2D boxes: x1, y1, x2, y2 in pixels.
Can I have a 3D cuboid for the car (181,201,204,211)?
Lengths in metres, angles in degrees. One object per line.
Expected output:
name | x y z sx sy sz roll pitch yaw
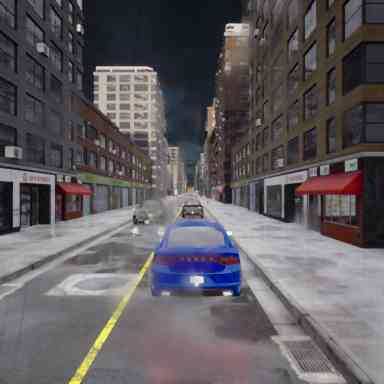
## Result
car | 0.061 1.500 29.770 2.128 1.511 4.902 0 0 0

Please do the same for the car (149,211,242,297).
car | 0.088 1.479 8.641 1.882 1.535 5.008 0 0 0

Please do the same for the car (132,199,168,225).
car | -2.882 1.357 23.680 2.097 1.767 4.553 0 0 0
